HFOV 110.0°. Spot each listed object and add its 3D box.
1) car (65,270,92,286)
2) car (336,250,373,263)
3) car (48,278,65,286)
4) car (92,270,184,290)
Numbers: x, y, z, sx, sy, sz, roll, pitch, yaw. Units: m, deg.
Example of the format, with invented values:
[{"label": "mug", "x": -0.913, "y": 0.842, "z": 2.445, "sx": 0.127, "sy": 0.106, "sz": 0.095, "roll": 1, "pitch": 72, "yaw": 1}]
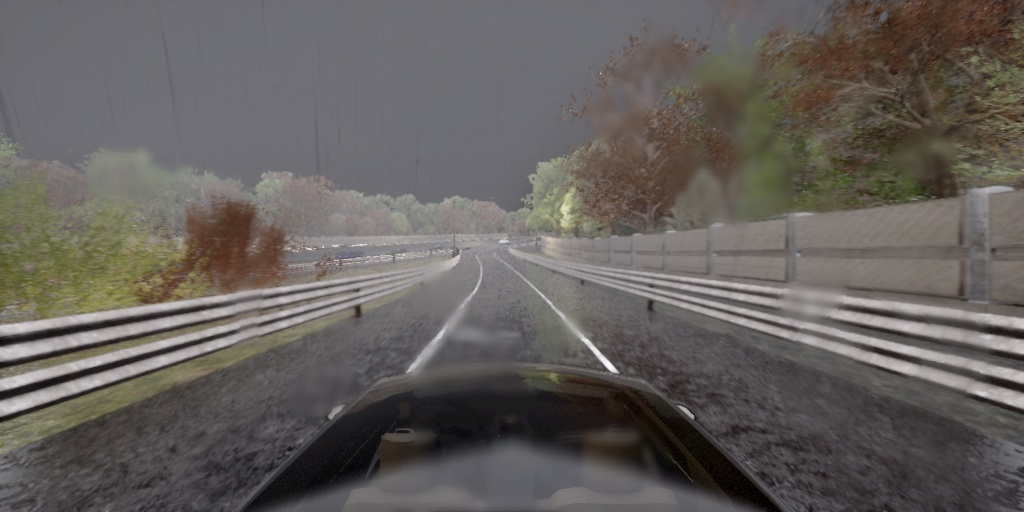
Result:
[{"label": "car", "x": -32.908, "y": 1.922, "z": 29.959, "sx": 2.128, "sy": 1.511, "sz": 4.902, "roll": 1, "pitch": 4, "yaw": 18}, {"label": "car", "x": -22.366, "y": 0.153, "z": 50.951, "sx": 2.150, "sy": 2.045, "sz": 5.566, "roll": 1, "pitch": 4, "yaw": 18}, {"label": "car", "x": -36.270, "y": 1.878, "z": 30.935, "sx": 2.128, "sy": 1.511, "sz": 4.902, "roll": 1, "pitch": 4, "yaw": 18}, {"label": "car", "x": -29.555, "y": 1.954, "z": 28.951, "sx": 1.882, "sy": 1.535, "sz": 5.008, "roll": 1, "pitch": 4, "yaw": 18}]
